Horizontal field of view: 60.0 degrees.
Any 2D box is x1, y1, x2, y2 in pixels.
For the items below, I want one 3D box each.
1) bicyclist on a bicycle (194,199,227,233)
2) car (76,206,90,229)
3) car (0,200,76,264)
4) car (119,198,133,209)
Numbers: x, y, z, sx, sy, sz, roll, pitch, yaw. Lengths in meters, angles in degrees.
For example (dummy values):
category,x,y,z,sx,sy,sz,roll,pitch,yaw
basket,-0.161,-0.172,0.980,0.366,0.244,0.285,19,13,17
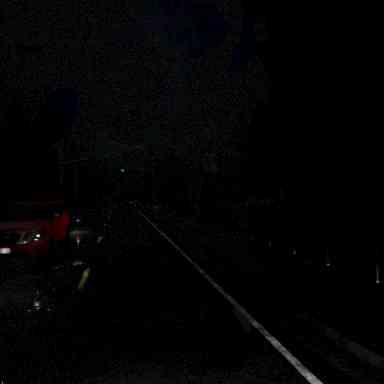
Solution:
category,x,y,z,sx,sy,sz,roll,pitch,yaw
bicyclist on a bicycle,0.898,1.163,16.004,1.656,1.620,0.582,-2,0,-12
car,-8.086,1.687,22.733,2.033,1.411,5.357,-2,0,-11
car,-5.997,1.360,12.392,2.150,2.045,5.566,-2,0,-12
car,-9.303,1.549,46.974,2.033,1.411,5.357,-2,0,-12
